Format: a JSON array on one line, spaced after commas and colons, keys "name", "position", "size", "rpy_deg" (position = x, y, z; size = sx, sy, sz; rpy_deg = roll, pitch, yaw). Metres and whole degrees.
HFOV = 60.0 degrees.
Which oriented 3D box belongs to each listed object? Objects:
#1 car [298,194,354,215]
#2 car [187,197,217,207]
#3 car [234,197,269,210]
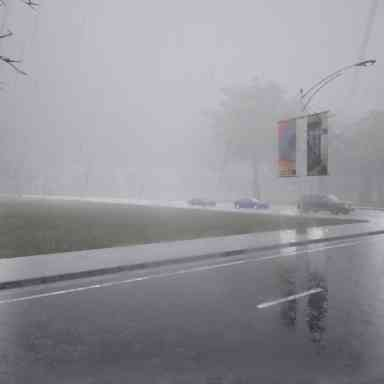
[{"name": "car", "position": [13.524, 1.224, 34.007], "size": [2.150, 2.045, 5.566], "rpy_deg": [0, 0, -36]}, {"name": "car", "position": [1.424, 1.483, 50.583], "size": [2.033, 1.411, 5.357], "rpy_deg": [0, 0, -36]}, {"name": "car", "position": [7.510, 1.444, 42.239], "size": [1.882, 1.535, 5.008], "rpy_deg": [0, 0, -36]}]
